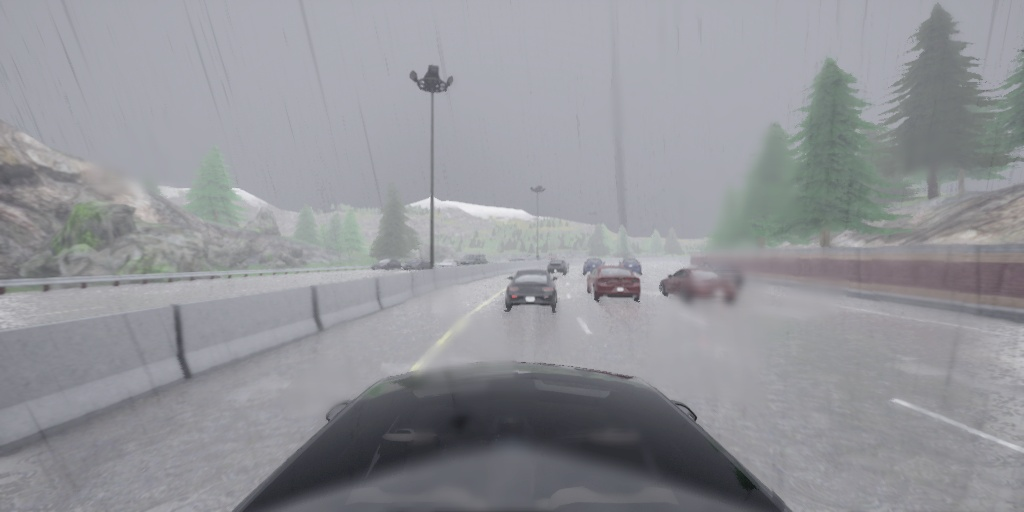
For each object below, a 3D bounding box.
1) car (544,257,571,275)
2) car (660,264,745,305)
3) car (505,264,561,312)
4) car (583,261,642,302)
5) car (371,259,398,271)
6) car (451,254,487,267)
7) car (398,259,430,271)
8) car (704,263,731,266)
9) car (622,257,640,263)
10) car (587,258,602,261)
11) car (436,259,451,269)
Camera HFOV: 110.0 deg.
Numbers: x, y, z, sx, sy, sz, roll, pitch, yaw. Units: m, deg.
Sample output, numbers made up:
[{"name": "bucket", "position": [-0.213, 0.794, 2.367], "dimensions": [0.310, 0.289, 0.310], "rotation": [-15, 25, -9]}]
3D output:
[{"name": "car", "position": [4.662, 1.118, 35.998], "dimensions": [1.837, 1.490, 4.892], "rotation": [0, 0, 14]}, {"name": "car", "position": [7.995, 1.237, 15.674], "dimensions": [1.812, 1.442, 4.674], "rotation": [0, 0, 6]}, {"name": "car", "position": [0.800, 1.224, 13.968], "dimensions": [1.812, 1.442, 4.674], "rotation": [0, 0, 5]}, {"name": "car", "position": [4.627, 1.174, 16.849], "dimensions": [1.882, 1.535, 5.008], "rotation": [0, 0, 6]}, {"name": "car", "position": [-15.185, 1.050, 43.787], "dimensions": [1.812, 1.442, 4.674], "rotation": [0, 0, 16]}, {"name": "car", "position": [-4.690, 0.777, 42.439], "dimensions": [2.150, 2.045, 5.566], "rotation": [0, 1, 16]}, {"name": "car", "position": [-11.529, 1.098, 43.833], "dimensions": [1.994, 1.385, 4.181], "rotation": [0, 0, 16]}, {"name": "car", "position": [12.446, 1.186, 22.175], "dimensions": [2.128, 1.511, 4.902], "rotation": [0, 0, 9]}, {"name": "car", "position": [12.351, 0.979, 37.629], "dimensions": [2.097, 1.767, 4.553], "rotation": [0, 0, 15]}, {"name": "car", "position": [8.468, 0.972, 36.671], "dimensions": [2.097, 1.767, 4.553], "rotation": [0, 0, 15]}, {"name": "car", "position": [-7.713, 1.068, 44.476], "dimensions": [1.812, 1.442, 4.674], "rotation": [0, 0, 17]}]
